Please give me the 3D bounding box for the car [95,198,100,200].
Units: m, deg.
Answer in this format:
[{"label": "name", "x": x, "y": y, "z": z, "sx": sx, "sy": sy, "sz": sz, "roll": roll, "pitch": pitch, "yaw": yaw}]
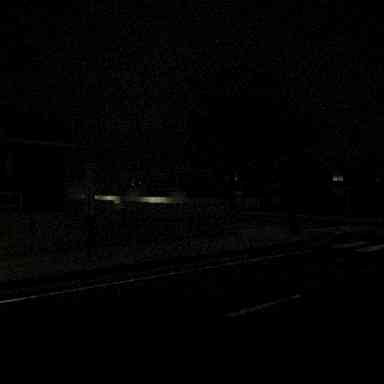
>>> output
[{"label": "car", "x": -16.081, "y": 1.653, "z": 54.216, "sx": 1.994, "sy": 1.385, "sz": 4.181, "roll": 0, "pitch": 0, "yaw": -35}]
